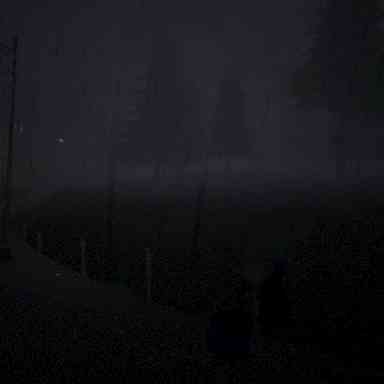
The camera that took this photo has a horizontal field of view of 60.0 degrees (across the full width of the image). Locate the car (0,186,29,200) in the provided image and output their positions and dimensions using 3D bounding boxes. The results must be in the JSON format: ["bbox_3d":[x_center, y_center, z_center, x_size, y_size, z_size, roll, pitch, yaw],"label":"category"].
[{"bbox_3d":[-19.534,0.023,35.845,2.033,1.411,5.357,4,2,-3],"label":"car"}]
